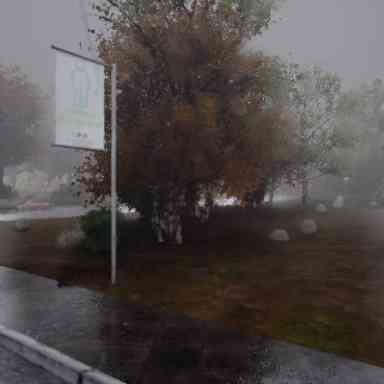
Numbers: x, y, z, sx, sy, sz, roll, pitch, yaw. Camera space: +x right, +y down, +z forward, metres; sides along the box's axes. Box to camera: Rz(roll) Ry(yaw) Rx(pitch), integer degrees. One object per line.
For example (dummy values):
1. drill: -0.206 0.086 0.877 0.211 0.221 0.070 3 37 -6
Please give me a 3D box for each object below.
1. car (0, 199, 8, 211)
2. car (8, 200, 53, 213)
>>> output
1. car: -22.091 1.530 37.996 2.033 1.411 5.357 0 0 39
2. car: -17.937 1.545 37.599 1.994 1.385 4.181 0 0 39
